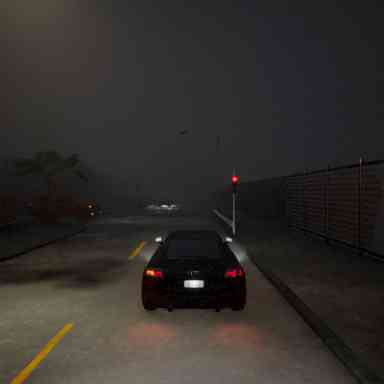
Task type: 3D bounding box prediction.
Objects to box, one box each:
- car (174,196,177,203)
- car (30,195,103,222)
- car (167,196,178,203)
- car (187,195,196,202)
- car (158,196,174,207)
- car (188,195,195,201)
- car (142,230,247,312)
[{"bbox_3d":[-4.220,1.492,61.082,2.128,1.511,4.902,0,0,0],"label":"car"},{"bbox_3d":[-9.899,1.222,26.317,5.566,2.045,2.150,0,0,7],"label":"car"},{"bbox_3d":[-4.182,1.540,71.390,2.033,1.411,5.357,0,0,0],"label":"car"},{"bbox_3d":[-0.192,1.524,75.515,1.812,1.442,4.674,0,0,0],"label":"car"},{"bbox_3d":[-4.224,1.478,51.816,1.882,1.535,5.008,0,0,0],"label":"car"},{"bbox_3d":[-0.220,1.524,85.755,1.812,1.442,4.674,0,0,0],"label":"car"},{"bbox_3d":[0.044,1.564,7.785,1.994,1.385,4.181,0,0,0],"label":"car"}]
